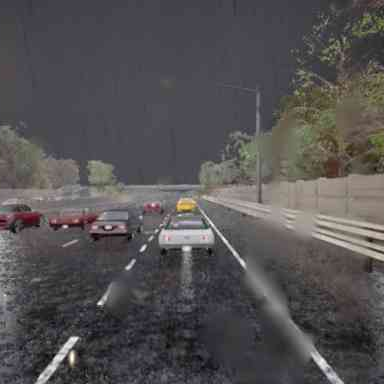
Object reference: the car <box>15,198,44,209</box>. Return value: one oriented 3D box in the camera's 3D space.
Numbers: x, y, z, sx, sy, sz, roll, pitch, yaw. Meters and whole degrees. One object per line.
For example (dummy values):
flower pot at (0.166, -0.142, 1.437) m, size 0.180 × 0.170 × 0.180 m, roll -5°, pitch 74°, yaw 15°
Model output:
car at (-25.386, 1.797, 52.112) m, size 2.128 × 1.511 × 4.902 m, roll -1°, pitch 0°, yaw 0°

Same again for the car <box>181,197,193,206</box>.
car at (-0.941, 1.609, 58.009) m, size 1.994 × 1.385 × 4.181 m, roll -1°, pitch 0°, yaw -1°

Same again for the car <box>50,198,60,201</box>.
car at (-21.892, 1.758, 52.292) m, size 2.128 × 1.511 × 4.902 m, roll -1°, pitch 0°, yaw 0°

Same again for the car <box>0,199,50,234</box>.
car at (-10.727, 1.472, 20.102) m, size 2.097 × 1.767 × 4.553 m, roll -1°, pitch 0°, yaw -1°

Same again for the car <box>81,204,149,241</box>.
car at (-3.674, 1.589, 16.951) m, size 2.033 × 1.411 × 5.357 m, roll -1°, pitch 0°, yaw -1°

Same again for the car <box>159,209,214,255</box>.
car at (-0.215, 1.603, 13.387) m, size 1.895 × 1.301 × 4.718 m, roll -1°, pitch 0°, yaw -1°

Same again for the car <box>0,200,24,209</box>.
car at (-28.883, 1.947, 52.914) m, size 1.895 × 1.301 × 4.718 m, roll -1°, pitch 0°, yaw 0°

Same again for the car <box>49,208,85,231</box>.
car at (-7.241, 1.682, 21.137) m, size 1.895 × 1.301 × 4.718 m, roll -1°, pitch 0°, yaw -1°

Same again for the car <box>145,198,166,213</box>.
car at (-3.985, 1.402, 36.018) m, size 2.097 × 1.767 × 4.553 m, roll -1°, pitch 0°, yaw -1°

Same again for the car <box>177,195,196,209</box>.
car at (-0.606, 1.492, 37.391) m, size 1.882 × 1.535 × 5.008 m, roll -1°, pitch 0°, yaw -1°
